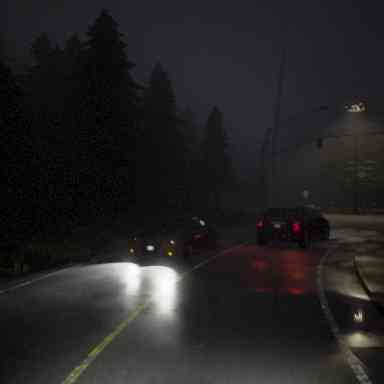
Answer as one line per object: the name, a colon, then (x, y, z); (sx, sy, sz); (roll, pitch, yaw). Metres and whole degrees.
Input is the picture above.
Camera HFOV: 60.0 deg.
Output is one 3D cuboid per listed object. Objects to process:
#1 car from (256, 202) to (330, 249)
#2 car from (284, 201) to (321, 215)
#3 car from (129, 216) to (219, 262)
car: (4.774, 1.419, 15.358); (2.097, 1.767, 4.553); (0, 0, 37)
car: (12.630, 1.795, 38.331); (1.895, 1.301, 4.718); (0, 0, -12)
car: (-0.506, 1.616, 12.437); (1.994, 1.385, 4.181); (0, 0, 25)
